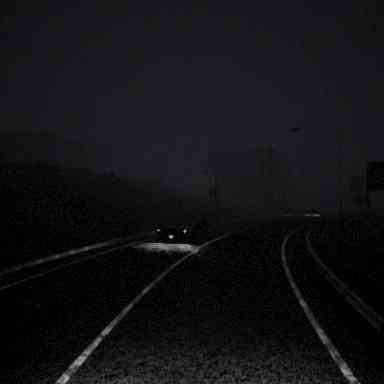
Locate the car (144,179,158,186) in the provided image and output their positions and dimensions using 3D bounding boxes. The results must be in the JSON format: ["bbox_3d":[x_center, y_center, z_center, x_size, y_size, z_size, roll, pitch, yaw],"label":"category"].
[{"bbox_3d":[-8.411,-1.498,59.104,2.185,1.767,4.553,-1,-4,20],"label":"car"}]

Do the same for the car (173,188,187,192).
[{"bbox_3d":[-3.346,-0.167,74.913,2.002,1.452,4.674,-1,-5,16],"label":"car"}]

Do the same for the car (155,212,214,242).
[{"bbox_3d":[-0.192,1.840,18.617,2.033,1.411,5.357,-1,-2,18],"label":"car"}]

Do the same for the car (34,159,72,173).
[{"bbox_3d":[-16.744,-2.795,38.461,2.185,1.767,4.553,-1,-4,25],"label":"car"}]

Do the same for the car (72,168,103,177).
[{"bbox_3d":[-14.443,-2.316,43.687,2.163,1.488,4.792,-1,-4,24],"label":"car"}]

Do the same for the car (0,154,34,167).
[{"bbox_3d":[-19.083,-2.979,33.458,2.097,1.535,5.008,-1,-4,26],"label":"car"}]

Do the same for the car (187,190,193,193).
[{"bbox_3d":[-1.874,0.268,80.239,2.002,1.452,4.674,-1,-5,15],"label":"car"}]

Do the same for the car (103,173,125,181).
[{"bbox_3d":[-12.322,-1.992,48.772,2.002,1.452,4.674,-1,-4,23],"label":"car"}]

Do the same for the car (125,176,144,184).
[{"bbox_3d":[-10.347,-1.718,53.814,2.231,1.521,4.892,-1,-4,21],"label":"car"}]

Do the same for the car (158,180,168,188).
[{"bbox_3d":[-6.581,-1.256,64.403,2.435,2.045,5.566,-1,-4,19],"label":"car"}]

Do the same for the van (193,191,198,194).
[{"bbox_3d":[-0.446,0.473,85.730,1.878,1.987,4.442,-1,-5,15],"label":"van"}]

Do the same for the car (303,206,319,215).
[{"bbox_3d":[20.198,3.134,56.530,1.812,1.442,4.674,-2,-3,30],"label":"car"}]
